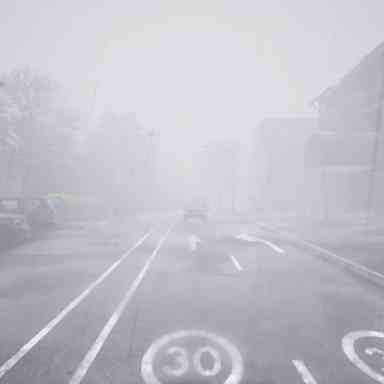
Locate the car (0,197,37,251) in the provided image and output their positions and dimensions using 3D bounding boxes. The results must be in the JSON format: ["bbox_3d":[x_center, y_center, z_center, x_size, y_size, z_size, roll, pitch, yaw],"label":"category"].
[{"bbox_3d":[-9.407,1.265,13.051,5.566,2.045,2.435,-1,0,-20],"label":"car"}]

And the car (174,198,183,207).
[{"bbox_3d":[-2.708,2.174,62.744,2.150,2.045,5.566,0,-2,3],"label":"car"}]

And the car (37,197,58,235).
[{"bbox_3d":[-9.449,1.271,15.979,5.566,2.045,2.435,-1,0,-20],"label":"car"}]

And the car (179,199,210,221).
[{"bbox_3d":[0.300,1.620,28.262,2.033,1.411,5.357,0,0,3],"label":"car"}]

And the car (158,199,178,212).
[{"bbox_3d":[-3.395,2.038,45.619,1.994,1.385,4.181,0,-2,2],"label":"car"}]

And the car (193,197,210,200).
[{"bbox_3d":[1.084,1.721,46.576,2.150,2.045,5.566,0,-2,2],"label":"car"}]
